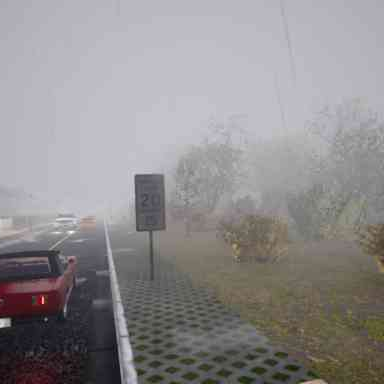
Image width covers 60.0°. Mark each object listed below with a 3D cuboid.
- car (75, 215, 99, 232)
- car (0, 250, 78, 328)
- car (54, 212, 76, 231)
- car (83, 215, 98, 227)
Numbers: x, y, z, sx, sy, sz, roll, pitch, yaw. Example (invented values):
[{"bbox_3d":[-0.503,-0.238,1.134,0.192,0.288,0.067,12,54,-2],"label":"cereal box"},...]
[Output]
[{"bbox_3d":[-11.580,3.511,37.126,1.882,1.535,5.008,-1,-3,-15],"label":"car"},{"bbox_3d":[-3.718,1.989,7.618,1.895,1.301,4.718,-1,-3,-15],"label":"car"},{"bbox_3d":[-15.474,3.555,40.817,2.150,2.045,5.566,-1,-3,-15],"label":"car"},{"bbox_3d":[-14.316,4.095,47.171,1.837,1.490,4.892,-1,-3,-15],"label":"car"}]
